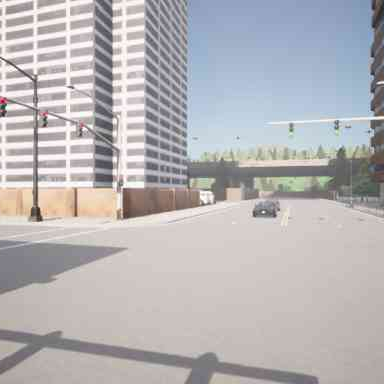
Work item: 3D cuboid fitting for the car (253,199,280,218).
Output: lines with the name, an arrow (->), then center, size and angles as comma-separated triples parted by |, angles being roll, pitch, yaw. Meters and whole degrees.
car -> 6.762, 1.564, 30.614 | 1.994, 1.385, 4.181 | 0, 0, 17

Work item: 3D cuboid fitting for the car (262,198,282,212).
car -> 9.804, 1.547, 40.635 | 2.033, 1.411, 5.357 | 0, 0, 17
